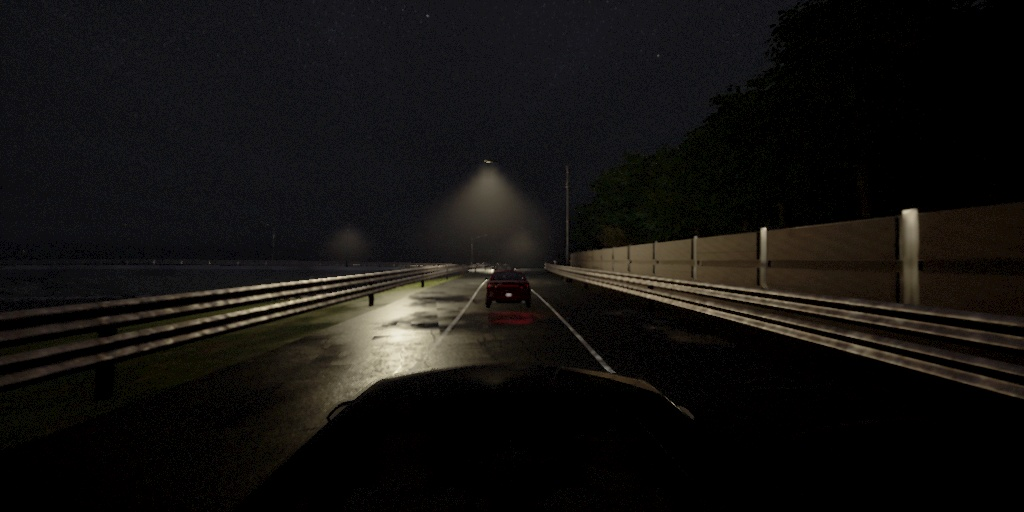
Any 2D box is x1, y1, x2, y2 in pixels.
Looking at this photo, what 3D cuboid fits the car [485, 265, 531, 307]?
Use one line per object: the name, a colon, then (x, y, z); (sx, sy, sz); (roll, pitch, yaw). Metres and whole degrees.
car: (-0.195, 1.373, 16.445); (1.882, 1.535, 5.008); (0, 0, -2)
